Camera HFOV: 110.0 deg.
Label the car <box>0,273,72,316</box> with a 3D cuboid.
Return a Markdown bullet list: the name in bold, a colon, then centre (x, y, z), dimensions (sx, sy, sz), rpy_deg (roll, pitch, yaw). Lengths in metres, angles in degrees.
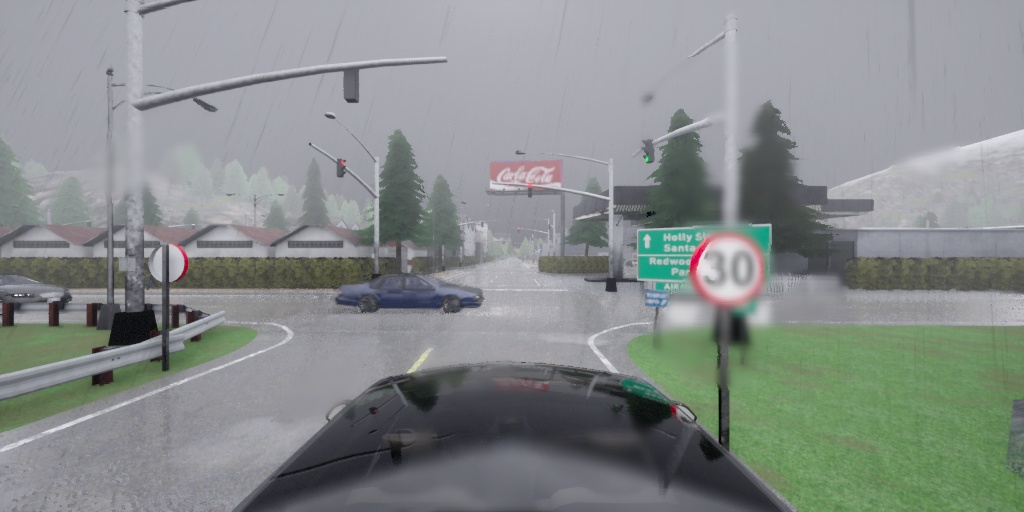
- **car**: centre (-20.085, 1.434, 13.835), dimensions (4.902, 1.511, 2.128), rpy_deg (0, 0, 1)

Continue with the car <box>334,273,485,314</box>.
- **car**: centre (-3.767, 1.368, 13.622), dimensions (5.357, 1.411, 2.033), rpy_deg (0, 0, 1)

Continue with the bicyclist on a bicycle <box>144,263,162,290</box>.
- **bicyclist on a bicycle**: centre (-21.672, 1.244, 21.339), dimensions (0.582, 1.620, 1.656), rpy_deg (0, 0, 1)
